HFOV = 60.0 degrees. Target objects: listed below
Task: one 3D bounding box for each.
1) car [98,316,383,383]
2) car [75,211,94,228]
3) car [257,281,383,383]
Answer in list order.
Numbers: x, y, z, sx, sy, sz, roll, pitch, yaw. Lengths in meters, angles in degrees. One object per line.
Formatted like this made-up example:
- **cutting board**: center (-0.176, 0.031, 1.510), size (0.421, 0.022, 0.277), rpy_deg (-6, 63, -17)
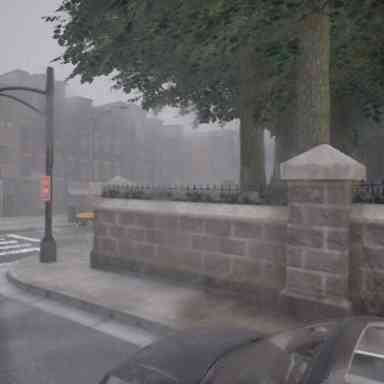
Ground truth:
- **car**: center (1.166, 1.551, 1.991), size (4.403, 1.369, 2.008), rpy_deg (0, 1, 36)
- **car**: center (-5.078, 1.492, 21.363), size (1.882, 1.535, 5.008), rpy_deg (1, 1, 35)
- **car**: center (2.787, 1.522, 0.864), size (4.829, 1.417, 1.752), rpy_deg (0, 1, 36)
